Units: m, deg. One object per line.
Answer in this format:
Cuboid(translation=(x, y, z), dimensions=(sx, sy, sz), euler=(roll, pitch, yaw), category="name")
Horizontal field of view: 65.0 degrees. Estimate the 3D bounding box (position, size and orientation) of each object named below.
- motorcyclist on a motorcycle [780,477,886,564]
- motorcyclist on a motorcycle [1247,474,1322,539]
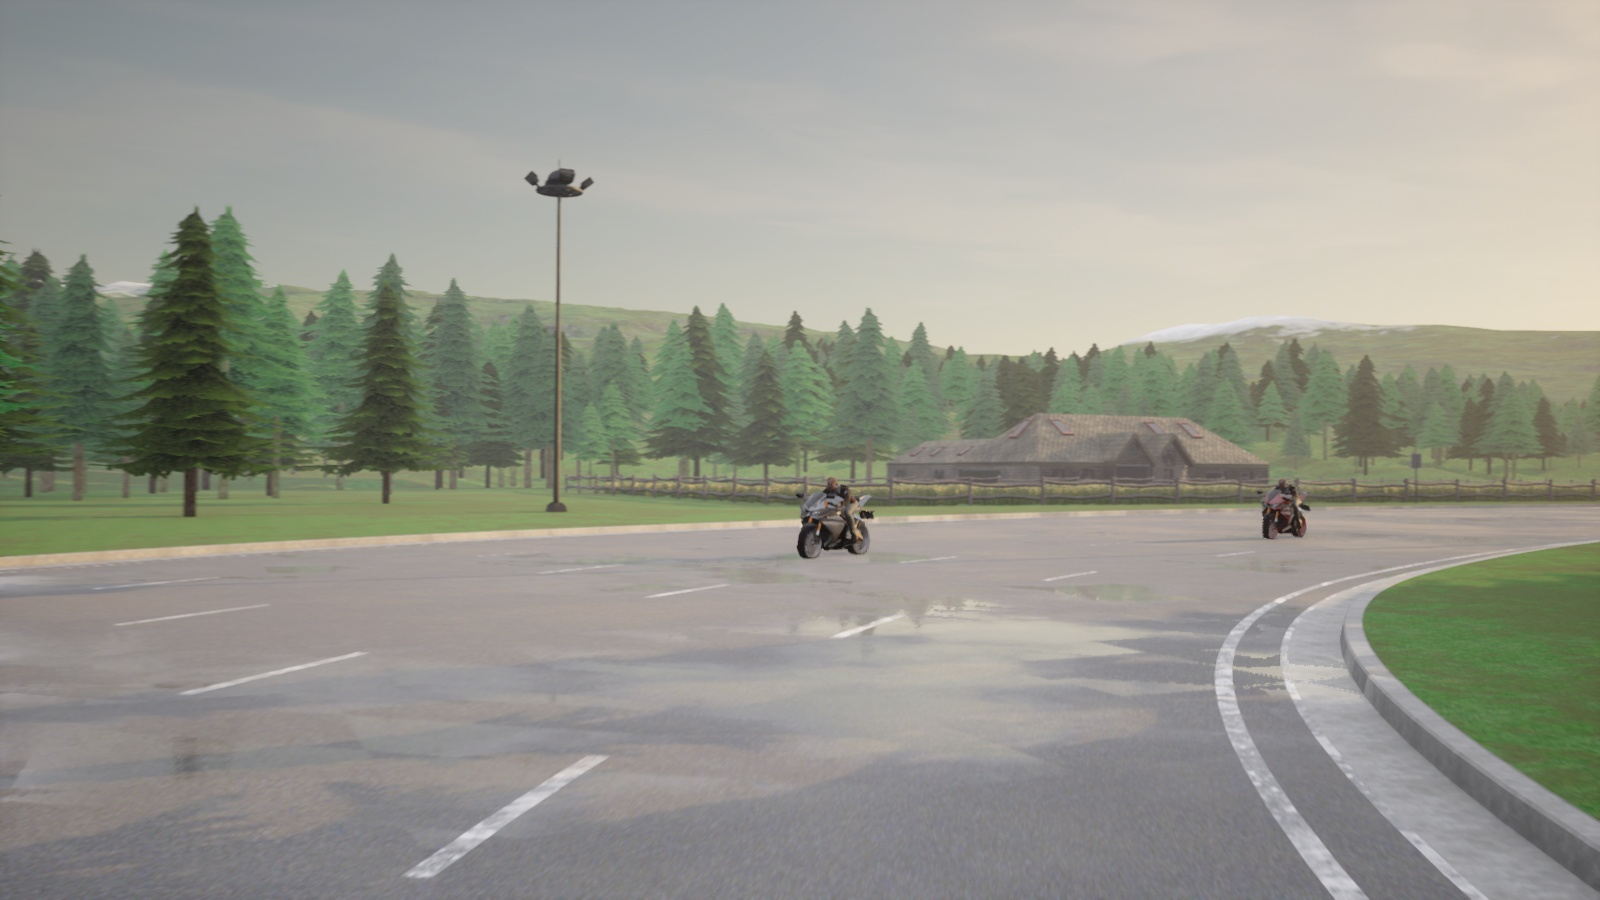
Cuboid(translation=(0.643, 1.268, 23.389), dimensions=(0.866, 1.530, 2.191), euler=(0, -1, 37), category="motorcyclist on a motorcycle")
Cuboid(translation=(11.935, 1.372, 30.901), dimensions=(2.191, 1.530, 0.866), euler=(1, -1, -44), category="motorcyclist on a motorcycle")
